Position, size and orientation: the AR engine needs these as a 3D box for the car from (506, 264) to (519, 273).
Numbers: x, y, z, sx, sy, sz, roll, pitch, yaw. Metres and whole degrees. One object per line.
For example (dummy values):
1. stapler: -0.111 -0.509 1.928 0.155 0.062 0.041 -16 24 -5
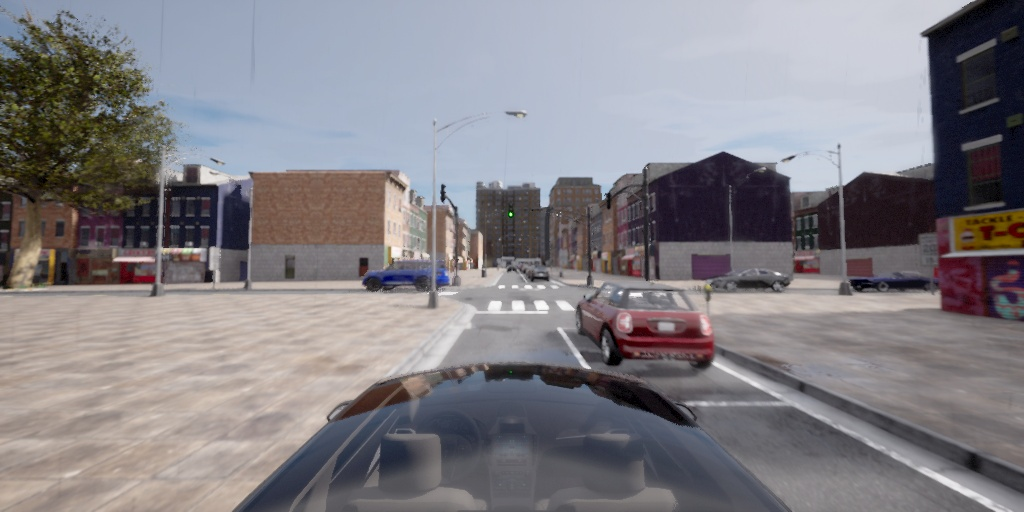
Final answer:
1. car: 0.017 2.272 65.082 1.837 1.490 4.892 0 -1 0

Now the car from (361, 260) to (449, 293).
1. car: -6.917 1.305 23.542 5.566 2.045 2.150 -1 -4 8

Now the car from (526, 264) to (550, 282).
1. car: 2.647 1.772 34.853 1.948 1.339 4.313 0 0 0

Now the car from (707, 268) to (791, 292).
1. car: 14.995 1.528 22.945 4.902 1.511 2.128 0 -2 0

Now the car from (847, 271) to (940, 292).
1. car: 24.316 1.631 22.875 4.718 1.301 1.895 0 -2 0

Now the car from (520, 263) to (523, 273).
1. car: 2.652 2.163 56.597 1.948 1.339 4.313 0 0 0

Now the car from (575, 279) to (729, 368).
1. car: 2.641 1.268 8.112 1.967 1.591 4.097 0 0 0

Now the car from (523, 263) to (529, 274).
1. car: 2.650 1.918 45.894 1.751 1.417 4.829 0 0 0

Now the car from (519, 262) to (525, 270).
1. car: 2.653 2.231 62.203 1.751 1.417 4.829 0 0 0

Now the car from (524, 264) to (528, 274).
1. car: 2.648 1.863 40.289 1.948 1.339 4.313 0 0 0
